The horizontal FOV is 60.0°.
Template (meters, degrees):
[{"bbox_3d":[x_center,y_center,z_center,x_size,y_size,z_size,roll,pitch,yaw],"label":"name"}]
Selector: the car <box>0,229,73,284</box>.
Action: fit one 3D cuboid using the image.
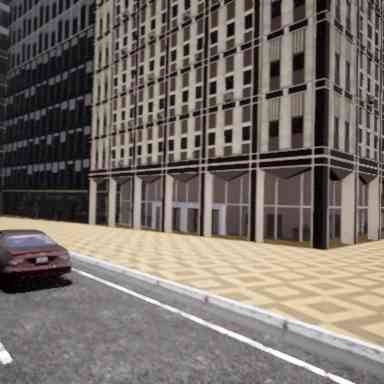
[{"bbox_3d":[-5.659,1.908,10.761,2.033,1.411,5.357,3,-3,-41],"label":"car"}]
